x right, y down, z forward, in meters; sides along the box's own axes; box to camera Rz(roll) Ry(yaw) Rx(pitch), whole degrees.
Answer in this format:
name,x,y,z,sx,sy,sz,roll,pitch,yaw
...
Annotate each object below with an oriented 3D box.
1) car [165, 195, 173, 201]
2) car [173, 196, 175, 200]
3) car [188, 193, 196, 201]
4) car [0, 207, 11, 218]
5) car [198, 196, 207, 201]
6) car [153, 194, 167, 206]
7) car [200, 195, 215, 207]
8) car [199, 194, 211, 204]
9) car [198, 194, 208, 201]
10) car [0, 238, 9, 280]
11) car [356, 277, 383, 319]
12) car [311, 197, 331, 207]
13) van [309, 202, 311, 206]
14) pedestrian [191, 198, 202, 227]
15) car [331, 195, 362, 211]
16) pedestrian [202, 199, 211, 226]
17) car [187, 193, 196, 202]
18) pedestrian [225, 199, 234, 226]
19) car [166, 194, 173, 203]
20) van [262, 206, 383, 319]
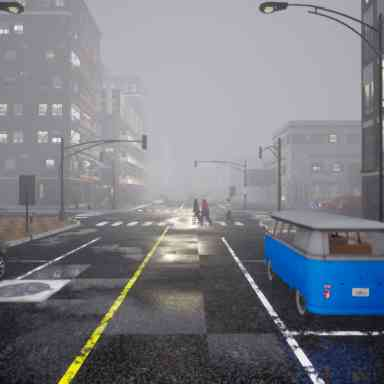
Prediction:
name,x,y,z,sx,sy,sz,roll,pitch,yaw
car,-5.740,1.613,84.933,1.752,1.417,4.829,0,0,0
car,-5.737,1.627,79.563,2.008,1.369,4.403,0,0,0
car,-0.054,1.209,88.711,2.150,2.045,5.566,0,0,0
car,-17.483,1.533,27.886,4.206,1.307,1.802,0,0,0
car,2.640,1.638,85.108,2.008,1.369,4.403,0,0,0
car,-5.723,1.566,57.236,1.752,1.417,4.829,0,0,0
car,2.661,1.559,52.043,1.752,1.417,4.829,0,0,0
car,2.651,1.372,68.491,2.192,1.841,5.009,0,0,0
car,2.654,1.630,62.952,1.802,1.307,4.206,0,0,0
car,-5.692,1.567,7.107,1.947,1.339,4.313,0,0,0
car,2.659,1.582,1.397,1.802,1.307,4.206,0,0,0
car,15.471,1.294,33.775,5.566,2.045,2.150,0,0,0
van,14.877,1.424,36.365,3.998,1.788,1.690,0,0,0
pedestrian,0.282,1.299,21.182,0.375,1.860,0.375,0,0,0
car,14.905,1.357,27.986,5.009,1.841,2.192,0,0,0
pedestrian,0.894,1.297,22.380,0.375,1.860,0.375,0,0,0
car,-0.048,1.430,78.648,2.097,1.767,4.553,0,0,0
pedestrian,2.385,1.299,21.778,0.375,1.860,0.375,0,0,0
car,-5.729,1.372,68.485,2.192,1.841,5.009,0,0,0
van,2.656,1.342,7.086,1.690,1.788,3.998,0,0,0
